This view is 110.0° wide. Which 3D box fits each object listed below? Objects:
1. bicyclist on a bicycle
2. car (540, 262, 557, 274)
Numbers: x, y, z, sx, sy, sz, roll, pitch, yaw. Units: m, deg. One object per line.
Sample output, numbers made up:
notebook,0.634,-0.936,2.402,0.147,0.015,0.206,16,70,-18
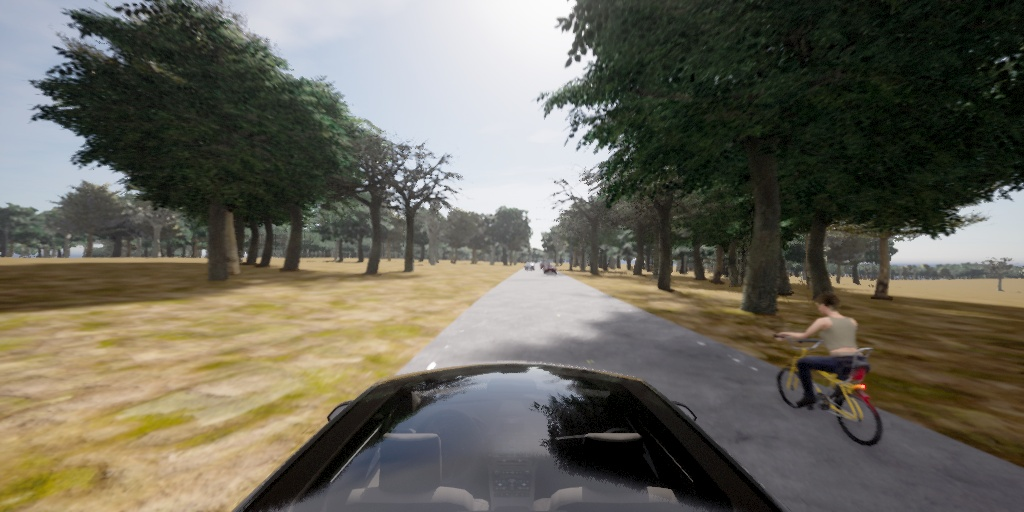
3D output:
bicyclist on a bicycle,3.806,1.253,4.413,0.866,1.612,1.509,1,-1,1
car,5.561,1.941,52.977,1.895,1.301,4.718,1,-1,4
